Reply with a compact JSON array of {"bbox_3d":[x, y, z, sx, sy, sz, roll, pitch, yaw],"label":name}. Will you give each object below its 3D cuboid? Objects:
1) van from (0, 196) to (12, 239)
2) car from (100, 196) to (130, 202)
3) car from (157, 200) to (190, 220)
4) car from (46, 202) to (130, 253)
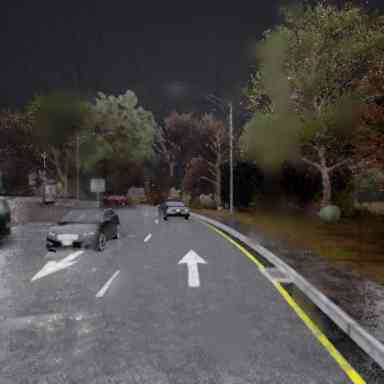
[{"bbox_3d":[-9.458,1.143,12.659,4.442,1.987,1.878,-1,1,-21],"label":"van"},{"bbox_3d":[-9.616,1.095,41.236,1.895,1.301,4.718,0,1,-42],"label":"car"},{"bbox_3d":[-1.476,1.273,24.979,2.033,1.411,5.357,0,1,-12],"label":"car"},{"bbox_3d":[-4.106,1.367,13.299,2.128,1.511,4.902,0,1,-1],"label":"car"}]
